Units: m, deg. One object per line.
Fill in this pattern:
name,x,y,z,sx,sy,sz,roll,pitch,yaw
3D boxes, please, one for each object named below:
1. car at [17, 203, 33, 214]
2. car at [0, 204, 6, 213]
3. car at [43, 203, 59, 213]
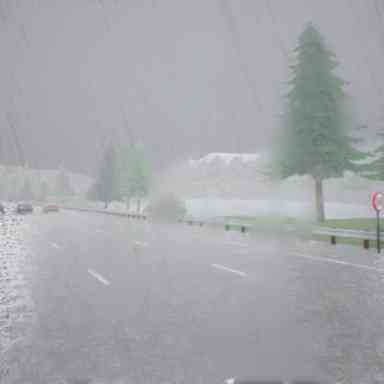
car,-26.022,2.509,51.775,2.128,1.511,4.902,-1,-1,-31
car,-30.892,2.654,53.078,1.812,1.442,4.674,-1,-1,-31
car,-22.111,2.418,52.062,1.882,1.535,5.008,-1,-1,-31
